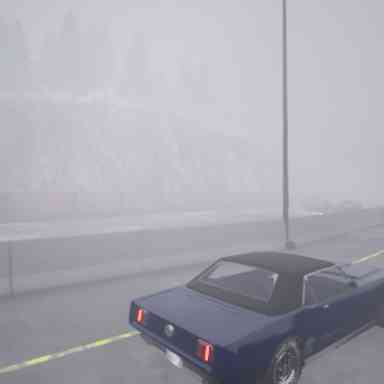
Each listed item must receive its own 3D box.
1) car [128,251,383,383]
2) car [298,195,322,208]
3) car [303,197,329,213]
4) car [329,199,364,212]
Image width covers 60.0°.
[{"bbox_3d":[1.532,1.616,5.198,4.718,1.301,1.895,0,0,-39],"label":"car"},{"bbox_3d":[16.885,1.590,45.932,2.128,1.511,4.902,-1,0,44],"label":"car"},{"bbox_3d":[15.207,1.605,39.068,1.812,1.442,4.674,-1,-1,43],"label":"car"},{"bbox_3d":[16.935,1.564,35.803,1.837,1.490,4.892,-1,-1,43],"label":"car"}]
